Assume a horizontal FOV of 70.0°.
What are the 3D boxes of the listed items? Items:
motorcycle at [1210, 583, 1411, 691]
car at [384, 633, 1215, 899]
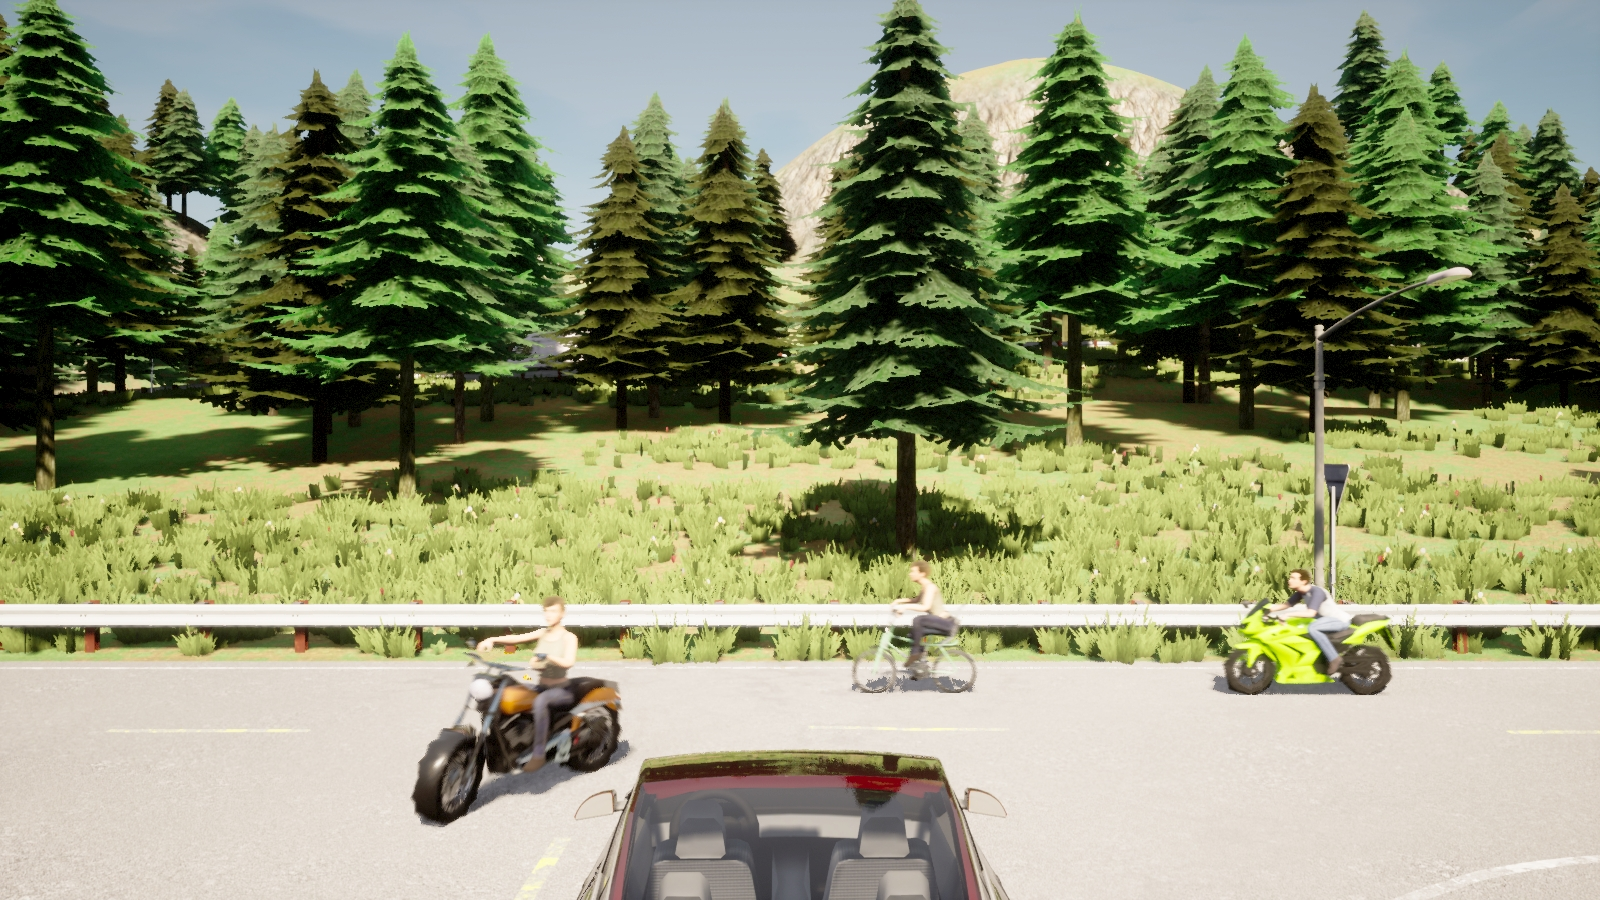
[{"bbox_3d":[6.061,2.213,13.642,2.033,1.145,0.803,0,0,0],"label":"motorcycle"},{"bbox_3d":[-0.034,1.936,5.154,2.163,1.488,4.792,0,-1,-1],"label":"car"}]
